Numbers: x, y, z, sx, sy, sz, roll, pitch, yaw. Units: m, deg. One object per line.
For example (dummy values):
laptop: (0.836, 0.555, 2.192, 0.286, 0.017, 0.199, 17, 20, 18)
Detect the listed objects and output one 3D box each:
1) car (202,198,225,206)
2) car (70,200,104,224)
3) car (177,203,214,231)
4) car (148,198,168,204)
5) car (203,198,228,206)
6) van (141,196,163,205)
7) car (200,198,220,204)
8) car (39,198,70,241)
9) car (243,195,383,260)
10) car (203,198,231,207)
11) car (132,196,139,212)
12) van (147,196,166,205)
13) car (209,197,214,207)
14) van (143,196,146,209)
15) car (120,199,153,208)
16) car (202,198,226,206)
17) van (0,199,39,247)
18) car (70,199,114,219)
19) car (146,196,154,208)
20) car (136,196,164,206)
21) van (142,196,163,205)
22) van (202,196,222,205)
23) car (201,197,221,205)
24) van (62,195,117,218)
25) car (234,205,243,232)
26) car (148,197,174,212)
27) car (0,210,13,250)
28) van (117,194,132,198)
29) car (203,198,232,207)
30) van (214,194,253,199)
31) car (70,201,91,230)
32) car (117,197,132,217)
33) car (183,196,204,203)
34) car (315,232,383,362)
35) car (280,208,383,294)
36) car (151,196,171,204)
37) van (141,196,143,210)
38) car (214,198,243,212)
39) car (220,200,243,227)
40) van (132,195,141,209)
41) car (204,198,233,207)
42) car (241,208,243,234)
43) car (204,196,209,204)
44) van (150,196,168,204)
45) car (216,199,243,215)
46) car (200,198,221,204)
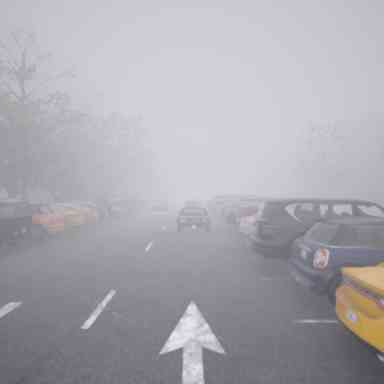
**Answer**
car: (4.538, 2.111, 70.919, 4.792, 1.488, 2.163, 0, -1, 0)
car: (-8.543, 1.465, 21.154, 5.008, 1.535, 2.097, 0, 0, 0)
car: (0.092, 1.587, 20.245, 1.895, 1.301, 4.718, 0, 0, 0)
car: (-8.607, 2.367, 84.707, 4.792, 1.488, 2.163, 0, -1, 0)
car: (4.540, 2.015, 65.368, 4.792, 1.488, 2.163, 0, -1, 0)
van: (-8.454, 1.854, 70.996, 4.442, 1.987, 1.878, 0, -1, 0)
car: (4.686, 2.404, 87.443, 5.366, 1.575, 1.946, 0, -2, 0)
car: (-8.514, 1.332, 15.613, 4.553, 1.767, 2.185, 0, 0, 0)
car: (4.566, 1.203, 9.869, 5.566, 2.045, 2.435, 0, 0, 0)
car: (4.507, 1.890, 59.817, 4.892, 1.521, 2.231, 0, -1, 0)
car: (-8.560, 1.482, 35.004, 5.008, 1.535, 2.097, 0, 0, 0)
van: (-8.467, 2.001, 79.321, 4.442, 1.987, 1.878, 0, -1, 0)
car: (4.496, 1.516, 34.860, 4.792, 1.488, 2.163, 0, -1, 0)
van: (-8.675, 1.371, 43.173, 4.442, 1.987, 1.878, 0, -1, 0)
car: (-8.560, 1.783, 51.604, 4.674, 1.452, 2.002, 0, -1, 0)
car: (4.539, 2.063, 68.144, 4.792, 1.488, 2.163, 0, -1, 0)
van: (-8.661, 1.229, 12.843, 4.442, 1.987, 1.878, 0, 0, 0)
car: (-8.543, 1.469, 23.925, 4.892, 1.521, 2.231, 0, 0, 0)
car: (-8.531, 1.394, 45.944, 5.566, 2.045, 2.435, 0, -1, 0)
car: (-8.542, 1.780, 68.228, 5.566, 2.045, 2.435, 0, -1, 0)
van: (-8.689, 1.901, 73.766, 4.442, 1.987, 1.878, 0, -1, 0)
van: (4.391, 1.904, 73.700, 4.442, 1.987, 1.878, 0, -1, 0)
car: (4.473, 2.103, 79.247, 4.553, 1.767, 2.185, 0, -1, 0)
van: (-8.667, 1.246, 26.695, 4.442, 1.987, 1.878, 0, 0, 0)
car: (4.532, 1.502, 15.421, 4.674, 1.452, 2.002, 0, 0, 0)
car: (-3.611, 1.599, 39.316, 2.033, 1.411, 5.357, 0, -1, 0)
car: (-8.536, 1.452, 10.072, 4.892, 1.521, 2.231, 0, 0, 0)
van: (-8.436, 1.253, 32.234, 4.442, 1.987, 1.878, 0, 0, 0)
car: (4.698, 1.935, 62.593, 5.366, 1.575, 1.946, 0, -1, 0)
van: (4.643, 1.257, 32.079, 4.442, 1.987, 1.878, 0, 0, 0)
car: (-8.541, 1.461, 18.258, 5.008, 1.535, 2.097, 0, 0, 0)
car: (-8.367, 1.472, 29.466, 5.366, 1.575, 1.946, 0, 0, 0)
car: (0.084, 1.531, 37.695, 1.837, 1.490, 4.892, 0, -1, 0)
car: (4.533, 1.457, 4.320, 5.008, 1.535, 2.097, 0, 0, 0)
car: (4.507, 1.328, 7.097, 4.553, 1.767, 2.185, 0, 0, 0)
car: (-8.610, 2.297, 93.146, 5.566, 2.045, 2.435, 0, -1, 0)
van: (-8.673, 1.325, 40.528, 4.442, 1.987, 1.878, 0, -1, 0)
car: (4.525, 1.519, 29.302, 4.674, 1.452, 2.002, 0, 0, 0)
car: (4.527, 1.468, 20.974, 5.008, 1.535, 2.097, 0, 0, 0)
van: (-8.439, 1.275, 37.626, 4.442, 1.987, 1.878, 0, -1, 0)
car: (4.521, 1.842, 57.041, 4.892, 1.521, 2.231, 0, -1, 0)
car: (4.506, 1.488, 12.645, 4.792, 1.488, 2.163, 0, 0, 0)
car: (4.526, 1.649, 45.938, 5.008, 1.535, 2.097, 0, -1, 0)
van: (-8.696, 2.178, 87.483, 4.442, 1.987, 1.878, 0, -1, 0)
car: (4.559, 1.505, 26.525, 4.792, 1.488, 2.163, 0, 0, 0)
car: (4.509, 2.284, 82.024, 4.892, 1.521, 2.231, 0, -1, 0)
